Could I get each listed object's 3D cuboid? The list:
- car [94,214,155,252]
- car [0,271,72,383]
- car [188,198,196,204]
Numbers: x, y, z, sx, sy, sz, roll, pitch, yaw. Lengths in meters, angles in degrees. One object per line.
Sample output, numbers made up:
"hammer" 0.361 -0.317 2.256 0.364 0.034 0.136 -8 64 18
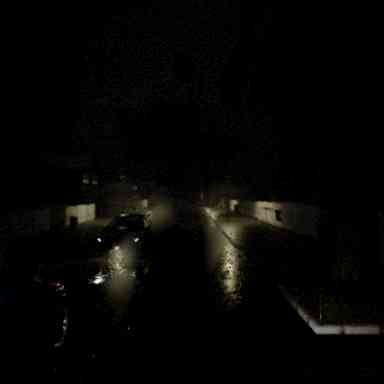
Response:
"car" -2.749 1.709 14.882 2.033 1.411 5.357 0 -1 0
"car" -2.842 1.601 3.447 1.994 1.385 4.181 0 0 0
"car" 0.007 2.406 86.092 1.837 1.490 4.892 0 -1 0
